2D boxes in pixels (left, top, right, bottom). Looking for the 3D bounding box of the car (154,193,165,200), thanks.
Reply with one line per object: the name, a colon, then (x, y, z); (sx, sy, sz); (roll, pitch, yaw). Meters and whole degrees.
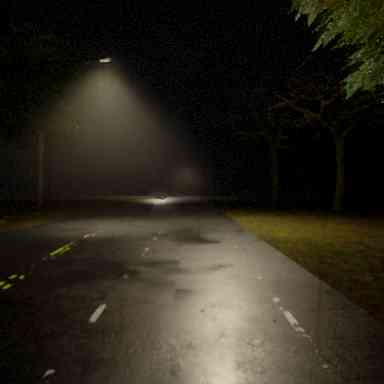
car: (-6.988, 1.033, 72.375); (1.837, 1.490, 4.892); (0, 1, 0)
